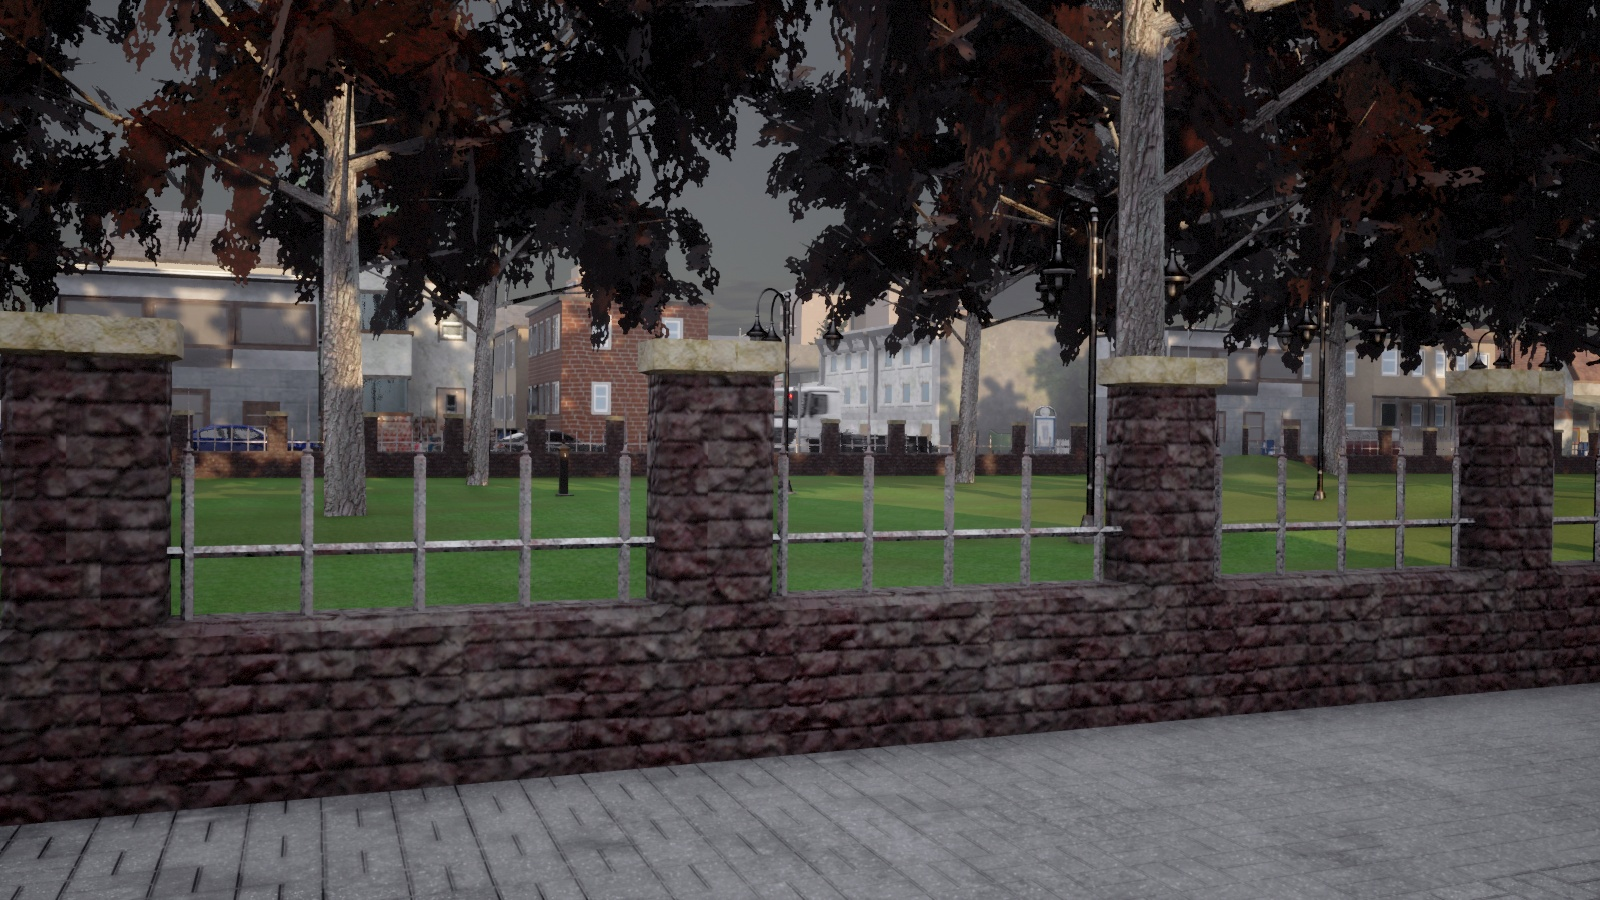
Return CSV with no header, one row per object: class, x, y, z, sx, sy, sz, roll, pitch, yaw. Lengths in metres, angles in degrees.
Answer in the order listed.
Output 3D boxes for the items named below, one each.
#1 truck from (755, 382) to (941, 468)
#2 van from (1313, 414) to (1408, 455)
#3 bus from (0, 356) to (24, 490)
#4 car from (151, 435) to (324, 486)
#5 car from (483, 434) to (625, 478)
truck,2.171,-1.087,54.041,7.936,3.462,2.891,-1,2,-38
van,28.271,-0.785,63.343,4.442,1.987,1.775,-1,1,-21
bus,-30.831,-0.890,39.598,10.273,4.253,3.944,-1,3,-23
car,-18.238,0.307,40.900,5.008,1.535,1.882,-1,1,-24
car,-8.734,0.192,44.624,4.674,1.442,1.812,-1,1,-24
